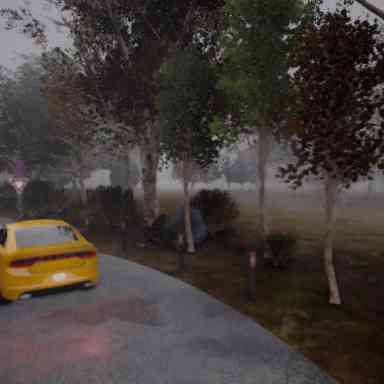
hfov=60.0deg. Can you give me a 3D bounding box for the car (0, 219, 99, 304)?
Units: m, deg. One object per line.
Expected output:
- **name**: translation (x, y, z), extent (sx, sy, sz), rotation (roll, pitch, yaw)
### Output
- **car**: translation (-3.910, 1.428, 8.381), extent (1.882, 1.535, 5.008), rotation (-2, 2, -34)
